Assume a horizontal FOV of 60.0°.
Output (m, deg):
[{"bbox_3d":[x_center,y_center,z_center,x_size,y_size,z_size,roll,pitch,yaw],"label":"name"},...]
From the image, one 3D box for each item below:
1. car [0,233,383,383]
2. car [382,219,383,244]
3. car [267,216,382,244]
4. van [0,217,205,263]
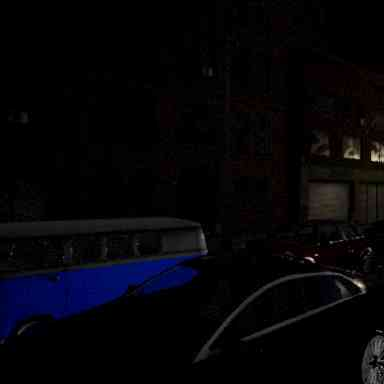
[{"bbox_3d":[0.412,1.508,3.662,4.902,1.511,2.128,0,0,-35],"label":"car"},{"bbox_3d":[7.635,1.656,12.221,4.313,1.339,1.947,0,0,-36],"label":"car"},{"bbox_3d":[3.022,1.492,8.927,4.097,1.590,1.967,0,0,-36],"label":"car"},{"bbox_3d":[-1.590,1.354,5.634,3.998,1.788,1.690,0,0,-36],"label":"van"}]
